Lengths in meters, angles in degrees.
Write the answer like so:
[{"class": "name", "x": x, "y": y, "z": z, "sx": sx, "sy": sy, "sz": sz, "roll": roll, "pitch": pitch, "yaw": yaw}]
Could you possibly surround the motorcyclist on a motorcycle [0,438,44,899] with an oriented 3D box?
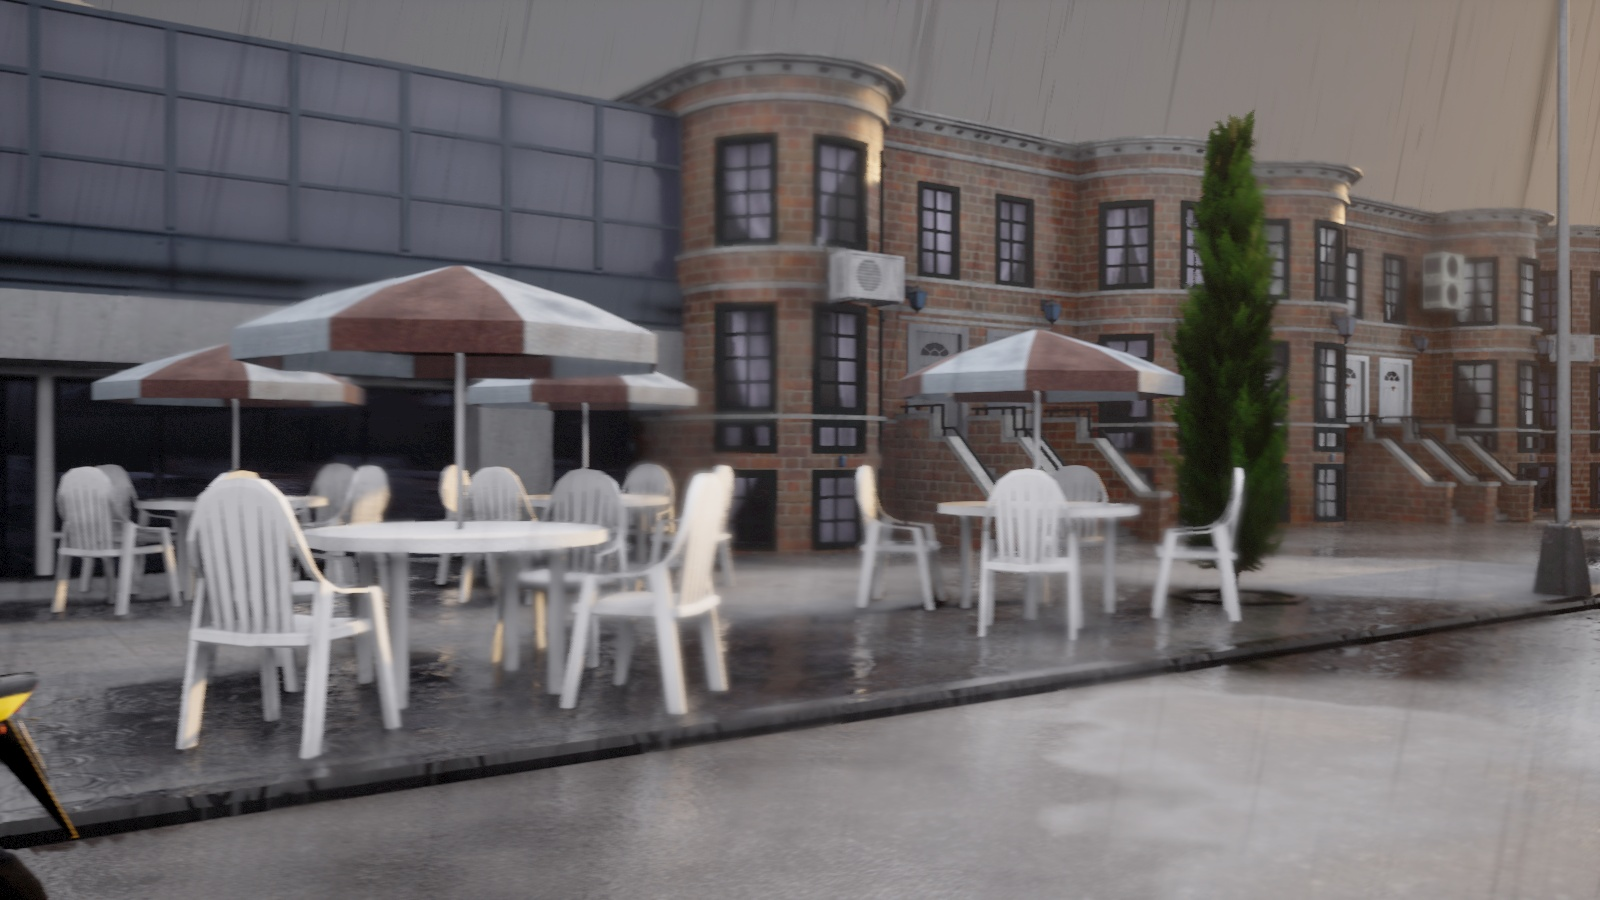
[{"class": "motorcyclist on a motorcycle", "x": -2.670, "y": 0.738, "z": 2.408, "sx": 2.044, "sy": 1.523, "sz": 0.797, "roll": 0, "pitch": 0, "yaw": -35}]
